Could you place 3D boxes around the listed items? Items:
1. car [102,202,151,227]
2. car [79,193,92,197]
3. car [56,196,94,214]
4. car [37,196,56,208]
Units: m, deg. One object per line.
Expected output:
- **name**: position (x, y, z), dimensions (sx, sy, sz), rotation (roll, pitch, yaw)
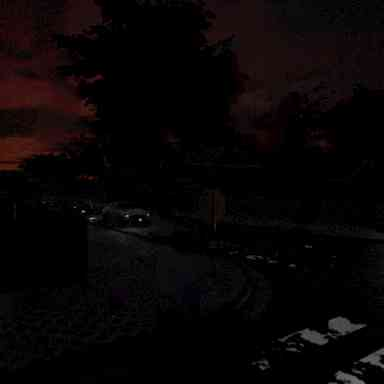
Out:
- **car**: position (-4.362, 1.356, 21.420), dimensions (1.812, 1.442, 4.674), rotation (-1, 1, -35)
- **car**: position (-28.340, 0.949, 88.280), dimensions (2.097, 1.767, 4.553), rotation (-1, 0, 5)
- **car**: position (-10.569, 1.362, 30.357), dimensions (1.895, 1.301, 4.718), rotation (-1, 1, -35)
- **car**: position (-17.733, 1.204, 40.822), dimensions (1.812, 1.442, 4.674), rotation (-1, 1, -34)
